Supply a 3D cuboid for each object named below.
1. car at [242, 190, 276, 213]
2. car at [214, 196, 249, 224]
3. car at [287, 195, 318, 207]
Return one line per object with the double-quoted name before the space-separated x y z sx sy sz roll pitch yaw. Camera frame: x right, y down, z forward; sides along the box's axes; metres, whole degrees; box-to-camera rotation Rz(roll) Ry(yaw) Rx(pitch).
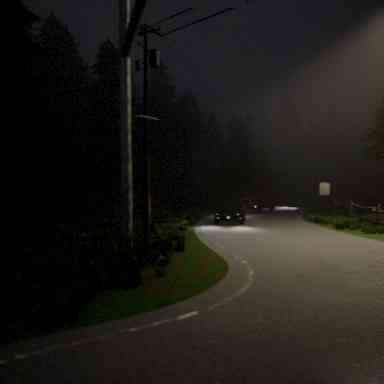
"car" 6.295 0.844 32.165 2.150 2.045 5.566 0 1 34
"car" 2.658 1.257 22.431 1.837 1.490 4.892 0 1 11
"car" 13.150 1.070 39.530 4.181 1.385 1.994 -1 1 -37
